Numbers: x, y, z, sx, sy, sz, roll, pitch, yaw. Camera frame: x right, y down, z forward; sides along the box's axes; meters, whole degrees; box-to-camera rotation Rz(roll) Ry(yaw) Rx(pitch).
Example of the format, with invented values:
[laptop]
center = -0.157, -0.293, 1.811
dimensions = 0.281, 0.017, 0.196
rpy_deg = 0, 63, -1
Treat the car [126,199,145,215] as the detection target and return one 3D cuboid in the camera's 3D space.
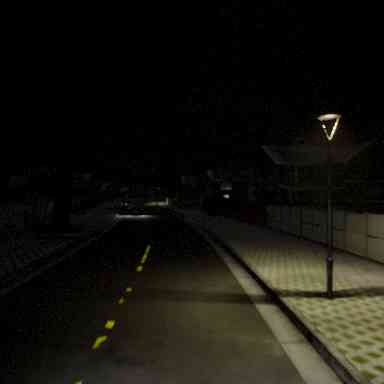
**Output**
[car]
center = -6.384, 1.816, 37.720
dimensions = 1.812, 1.442, 4.674
rpy_deg = 1, -1, -10
